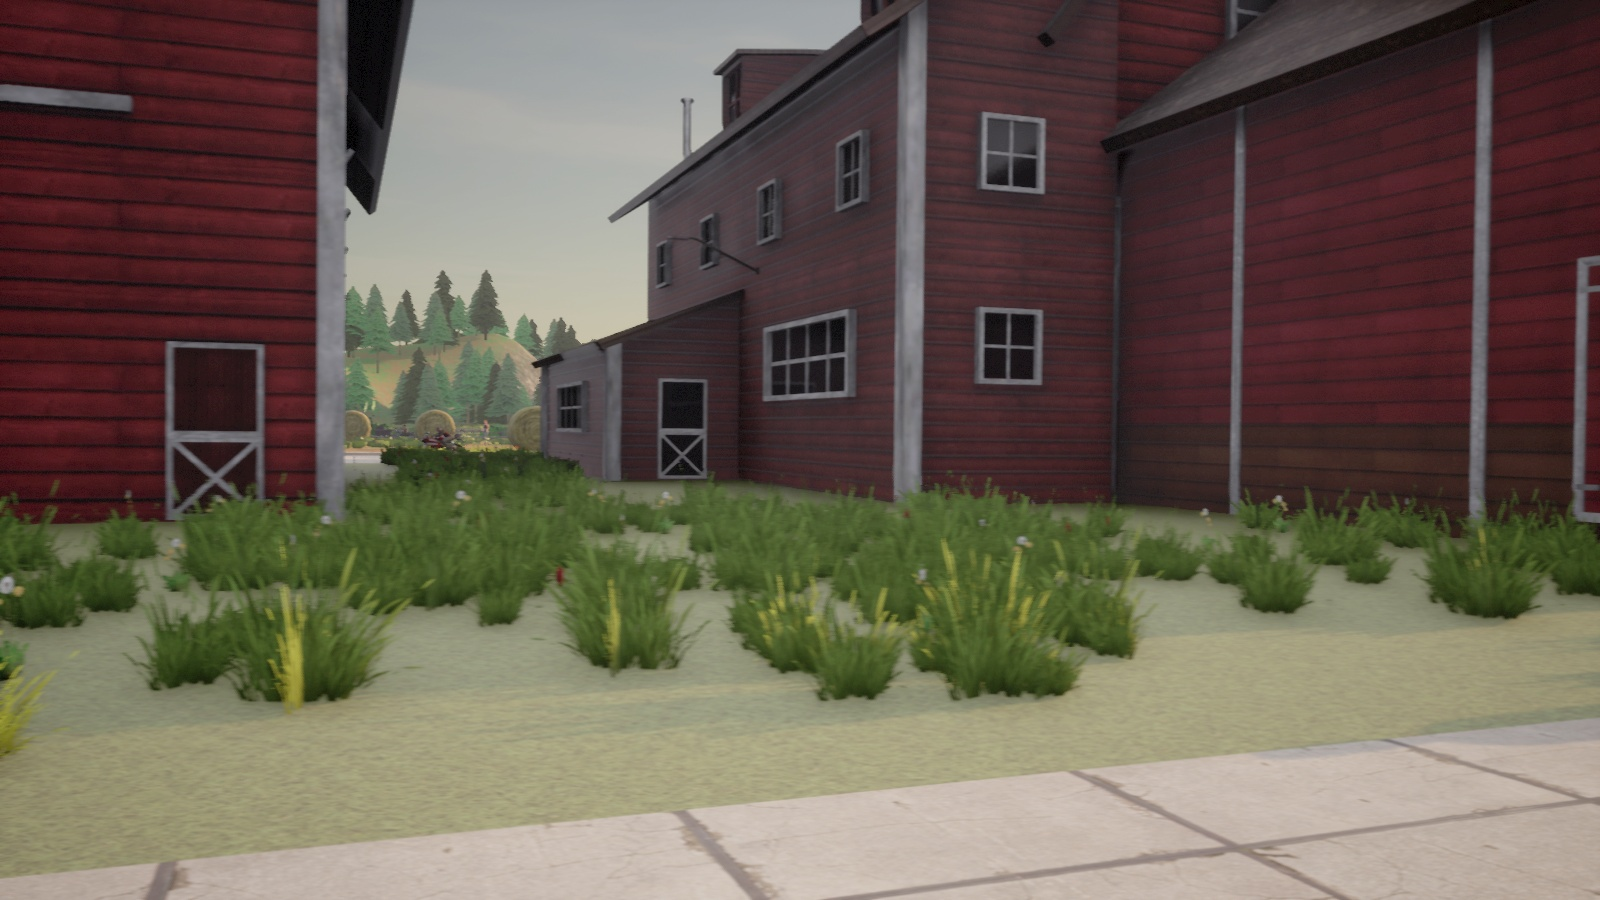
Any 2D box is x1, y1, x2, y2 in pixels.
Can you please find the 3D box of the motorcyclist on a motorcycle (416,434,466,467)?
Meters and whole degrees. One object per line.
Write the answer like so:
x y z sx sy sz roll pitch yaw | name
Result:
-17.224 0.013 60.233 2.191 1.530 0.866 -1 1 -21 | motorcyclist on a motorcycle
